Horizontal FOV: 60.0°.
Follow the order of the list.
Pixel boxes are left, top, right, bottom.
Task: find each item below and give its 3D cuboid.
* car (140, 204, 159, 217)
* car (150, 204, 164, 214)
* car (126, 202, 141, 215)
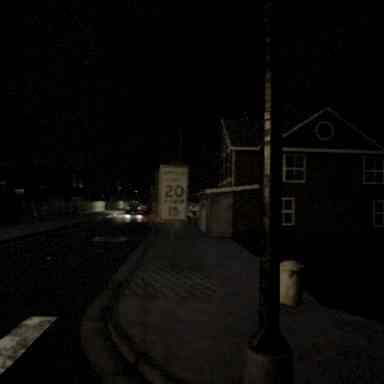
[{"bbox_3d":[-4.970,2.321,41.826,1.882,1.535,5.008,1,-1,-2],"label":"car"},{"bbox_3d":[-5.478,2.625,52.134,1.812,1.442,4.674,1,-1,-2],"label":"car"},{"bbox_3d":[-7.985,2.252,46.730,2.097,1.767,4.553,1,-1,-3],"label":"car"}]
